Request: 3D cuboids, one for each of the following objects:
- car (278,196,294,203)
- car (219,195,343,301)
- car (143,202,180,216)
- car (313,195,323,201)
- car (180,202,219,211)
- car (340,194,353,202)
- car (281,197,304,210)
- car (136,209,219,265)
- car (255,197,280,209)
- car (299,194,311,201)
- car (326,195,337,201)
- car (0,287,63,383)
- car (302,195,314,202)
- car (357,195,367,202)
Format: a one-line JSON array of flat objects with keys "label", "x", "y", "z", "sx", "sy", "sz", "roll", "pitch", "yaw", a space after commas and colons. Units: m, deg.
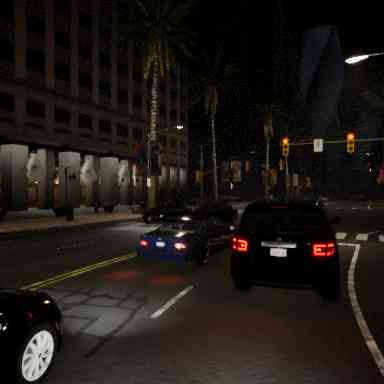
[{"label": "car", "x": 19.633, "y": 1.513, "z": 69.440, "sx": 2.161, "sy": 1.482, "sz": 4.786, "roll": 0, "pitch": 0, "yaw": 28}, {"label": "car", "x": 2.613, "y": 1.221, "z": 8.701, "sx": 2.150, "sy": 2.045, "sz": 5.566, "roll": 0, "pitch": 0, "yaw": 22}, {"label": "car", "x": -1.647, "y": 1.505, "z": 23.935, "sx": 1.837, "sy": 1.490, "sz": 4.892, "roll": 0, "pitch": 0, "yaw": 29}, {"label": "car", "x": 33.027, "y": 1.530, "z": 87.397, "sx": 1.895, "sy": 1.301, "sz": 4.718, "roll": 0, "pitch": 0, "yaw": 28}, {"label": "car", "x": 1.417, "y": 1.477, "z": 22.242, "sx": 1.882, "sy": 1.535, "sz": 5.008, "roll": 0, "pitch": 0, "yaw": 29}, {"label": "car", "x": 36.586, "y": 1.355, "z": 79.206, "sx": 2.097, "sy": 1.767, "sz": 4.553, "roll": 0, "pitch": 0, "yaw": 28}, {"label": "car", "x": 13.396, "y": 1.477, "z": 44.219, "sx": 1.882, "sy": 1.535, "sz": 5.008, "roll": 0, "pitch": 0, "yaw": 29}, {"label": "car", "x": 0.188, "y": 1.547, "z": 11.790, "sx": 2.033, "sy": 1.411, "sz": 5.357, "roll": 0, "pitch": 0, "yaw": 26}, {"label": "car", "x": 10.661, "y": 1.492, "z": 46.513, "sx": 2.128, "sy": 1.511, "sz": 4.902, "roll": 0, "pitch": 0, "yaw": 29}, {"label": "car", "x": 30.191, "y": 1.354, "z": 88.663, "sx": 2.185, "sy": 1.767, "sz": 4.553, "roll": 0, "pitch": 0, "yaw": 28}, {"label": "car", "x": 35.474, "y": 1.502, "z": 84.542, "sx": 2.033, "sy": 1.411, "sz": 5.357, "roll": 0, "pitch": 0, "yaw": 28}, {"label": "car", "x": -2.896, "y": 1.505, "z": 2.552, "sx": 1.837, "sy": 1.490, "sz": 4.892, "roll": 0, "pitch": 0, "yaw": 9}, {"label": "car", "x": 25.850, "y": 1.524, "z": 74.176, "sx": 1.812, "sy": 1.442, "sz": 4.674, "roll": 0, "pitch": 0, "yaw": 29}, {"label": "car", "x": 39.216, "y": 1.595, "z": 76.713, "sx": 1.895, "sy": 1.301, "sz": 4.718, "roll": 0, "pitch": 0, "yaw": 28}]
